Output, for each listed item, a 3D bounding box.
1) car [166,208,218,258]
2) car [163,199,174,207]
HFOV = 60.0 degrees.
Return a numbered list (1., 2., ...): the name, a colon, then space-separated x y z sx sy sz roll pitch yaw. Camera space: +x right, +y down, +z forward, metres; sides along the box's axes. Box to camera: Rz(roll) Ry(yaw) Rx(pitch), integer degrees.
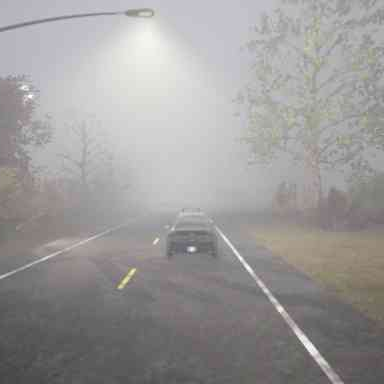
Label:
1. car: 0.010 1.653 13.481 1.837 1.490 4.892 0 0 0
2. car: -4.591 2.176 65.869 2.128 1.511 4.902 0 -1 -5
